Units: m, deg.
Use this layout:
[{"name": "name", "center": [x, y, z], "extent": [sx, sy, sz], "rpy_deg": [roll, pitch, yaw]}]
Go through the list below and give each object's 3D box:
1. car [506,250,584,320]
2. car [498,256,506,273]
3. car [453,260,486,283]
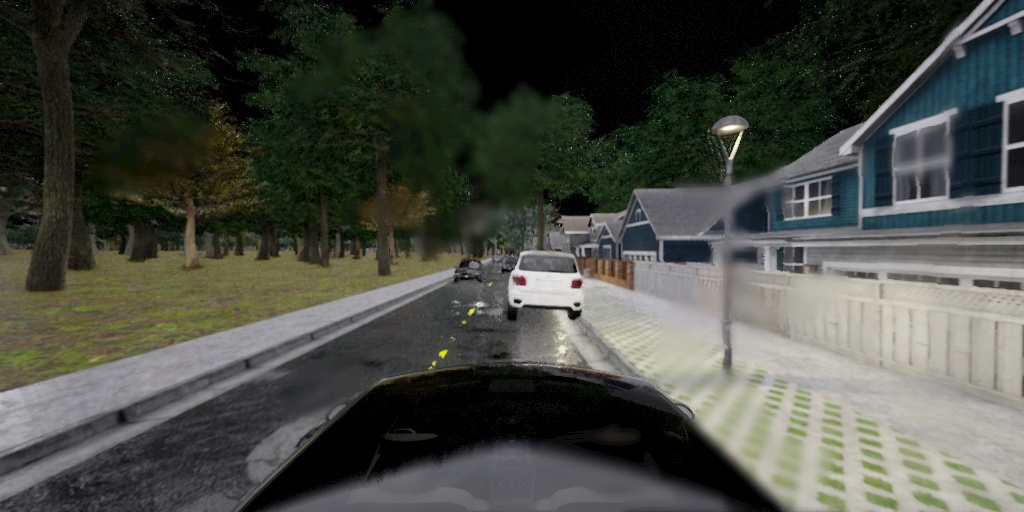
[{"name": "car", "center": [0.966, 0.896, 12.181], "extent": [2.150, 2.045, 5.566], "rpy_deg": [3, -1, 0]}, {"name": "car", "center": [-0.025, 0.960, 36.614], "extent": [1.994, 1.385, 4.181], "rpy_deg": [0, 1, 2]}, {"name": "car", "center": [-2.847, 1.017, 24.816], "extent": [1.837, 1.490, 4.892], "rpy_deg": [0, 1, 0]}]
